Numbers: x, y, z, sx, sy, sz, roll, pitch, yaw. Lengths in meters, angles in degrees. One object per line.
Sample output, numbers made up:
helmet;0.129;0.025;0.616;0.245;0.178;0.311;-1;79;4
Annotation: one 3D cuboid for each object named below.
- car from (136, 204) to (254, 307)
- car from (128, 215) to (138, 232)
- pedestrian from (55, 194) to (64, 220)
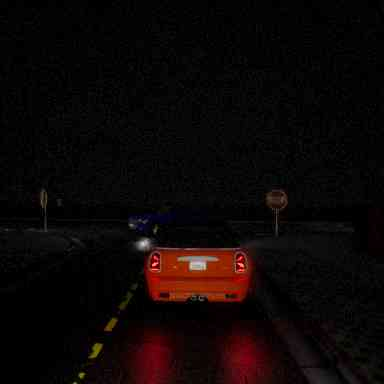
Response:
car;0.182;1.354;8.150;2.097;1.767;4.553;0;0;2
car;-1.216;1.482;18.866;5.008;1.535;1.882;1;-2;-38
pedestrian;-9.673;1.069;24.313;0.375;1.860;0.375;0;-1;0
